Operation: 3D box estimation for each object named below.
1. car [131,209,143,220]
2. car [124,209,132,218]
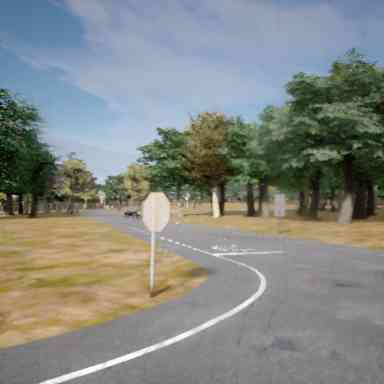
[{"bbox_3d":[-7.183,3.452,49.175,1.895,1.301,4.718,2,-3,-20],"label":"car"},{"bbox_3d":[-10.503,3.699,57.677,1.882,1.535,5.008,2,-3,-21],"label":"car"}]
